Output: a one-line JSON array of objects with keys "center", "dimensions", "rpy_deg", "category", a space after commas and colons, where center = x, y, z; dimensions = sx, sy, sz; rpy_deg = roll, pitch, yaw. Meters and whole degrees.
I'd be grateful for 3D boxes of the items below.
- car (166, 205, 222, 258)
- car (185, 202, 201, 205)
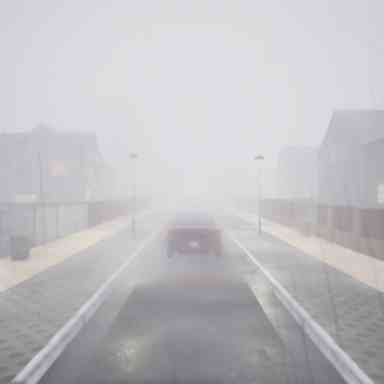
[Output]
[{"center": [0.081, 1.504, 12.966], "dimensions": [1.882, 1.535, 5.008], "rpy_deg": [0, 0, 0], "category": "car"}, {"center": [0.085, 1.578, 28.085], "dimensions": [1.812, 1.442, 4.674], "rpy_deg": [0, 0, 0], "category": "car"}]
